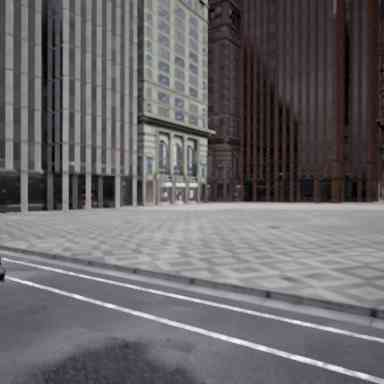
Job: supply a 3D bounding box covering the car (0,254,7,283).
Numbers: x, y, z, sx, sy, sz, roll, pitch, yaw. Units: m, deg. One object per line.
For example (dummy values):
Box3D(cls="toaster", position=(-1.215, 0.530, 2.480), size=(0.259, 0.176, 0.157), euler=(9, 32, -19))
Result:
Box3D(cls="car", position=(-6.746, 1.670, 8.412), size=(5.357, 1.411, 2.033), euler=(-1, 0, 36))
